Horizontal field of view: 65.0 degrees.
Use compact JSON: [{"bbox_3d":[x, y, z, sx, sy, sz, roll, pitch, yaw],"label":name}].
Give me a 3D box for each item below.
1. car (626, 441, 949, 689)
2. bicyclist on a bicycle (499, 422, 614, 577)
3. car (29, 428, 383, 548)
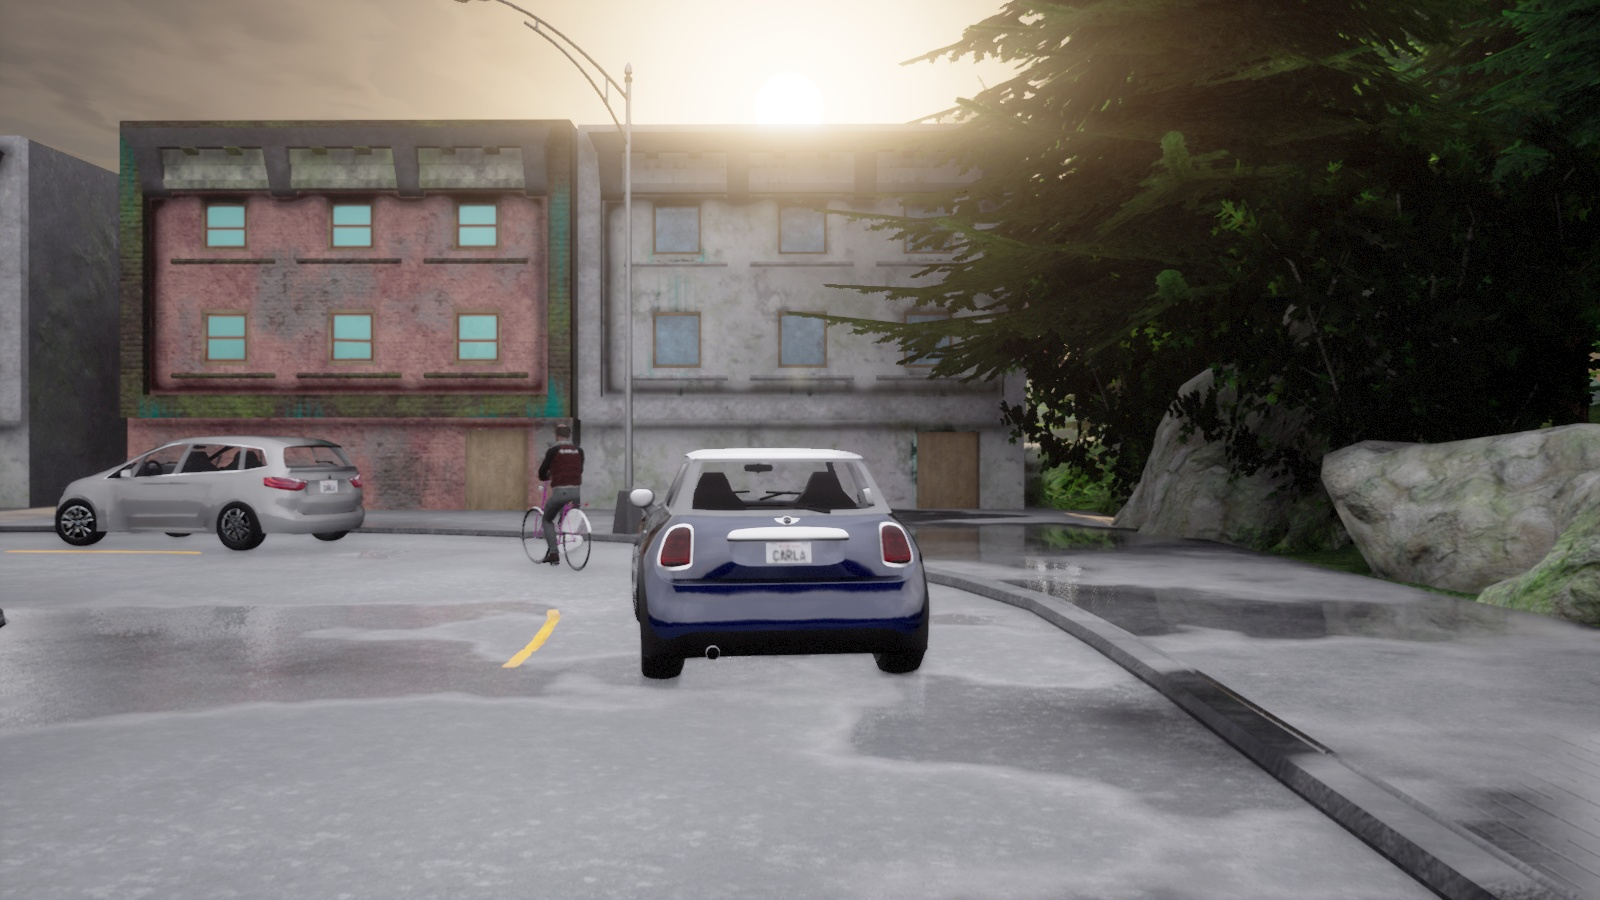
[{"bbox_3d":[-0.301,0.681,9.497,1.970,1.475,3.806,0,0,-7],"label":"car"},{"bbox_3d":[-3.004,0.565,15.363,0.659,1.776,1.843,0,0,-37],"label":"bicyclist on a bicycle"},{"bbox_3d":[-9.059,0.520,19.258,4.611,1.667,2.242,0,0,18],"label":"car"}]
